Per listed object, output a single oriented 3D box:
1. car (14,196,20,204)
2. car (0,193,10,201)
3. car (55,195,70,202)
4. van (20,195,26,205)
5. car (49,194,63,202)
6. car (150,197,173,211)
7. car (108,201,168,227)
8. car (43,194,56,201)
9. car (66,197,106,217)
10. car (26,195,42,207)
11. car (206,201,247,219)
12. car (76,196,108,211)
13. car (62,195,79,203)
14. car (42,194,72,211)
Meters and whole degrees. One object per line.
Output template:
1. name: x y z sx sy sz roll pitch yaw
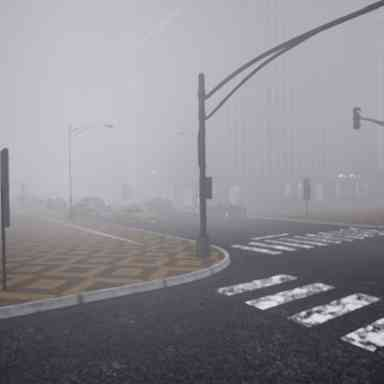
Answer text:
1. car: -33.038 1.486 63.779 2.008 1.369 4.403 -1 1 -36
2. car: -46.016 1.442 81.824 1.887 1.381 4.507 -1 1 -36
3. car: -26.641 1.394 68.380 1.802 1.307 4.206 -1 1 -36
4. van: -26.551 1.295 54.754 1.690 1.788 3.998 -1 1 -36
5. car: -29.887 1.243 72.890 1.967 1.590 4.097 -1 1 -36
6. car: -3.883 1.315 36.835 1.967 1.590 4.097 -1 1 -36
7. car: -3.842 1.544 22.963 1.752 1.417 4.829 -1 1 -36
8. car: -33.230 1.318 77.540 1.752 1.417 4.829 -1 1 -36
9. car: -10.275 1.526 32.029 1.752 1.417 4.829 -1 1 -36
10. car: -23.305 1.403 50.244 1.967 1.590 4.097 -1 1 -36
11. car: 2.666 1.442 27.853 2.008 1.369 4.403 -1 1 -36
12. car: -11.134 1.298 37.709 2.097 1.767 4.553 -1 1 -36
13. car: -23.396 1.372 63.869 2.008 1.369 4.403 -1 1 -36
14. car: -16.815 1.422 41.221 1.967 1.590 4.097 -1 1 -36
